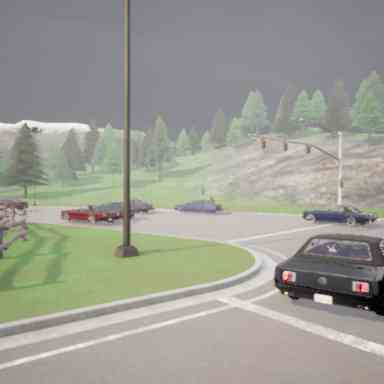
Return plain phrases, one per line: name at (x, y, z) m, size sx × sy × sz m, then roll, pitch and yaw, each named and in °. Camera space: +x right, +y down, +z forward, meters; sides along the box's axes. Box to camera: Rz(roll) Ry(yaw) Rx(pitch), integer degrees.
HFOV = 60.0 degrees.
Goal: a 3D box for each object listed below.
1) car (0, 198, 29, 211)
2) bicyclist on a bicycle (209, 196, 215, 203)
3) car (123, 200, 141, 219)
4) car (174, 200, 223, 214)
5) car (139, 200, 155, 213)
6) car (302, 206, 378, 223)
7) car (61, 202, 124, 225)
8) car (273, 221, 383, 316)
car at (-21.056, 1.442, 37.763) m, size 5.008 × 1.535 × 1.882 m, roll 0°, pitch 0°, yaw 13°
bicyclist on a bicycle at (2.354, 1.326, 39.396) m, size 0.582 × 1.620 × 1.656 m, roll 0°, pitch 0°, yaw 34°
car at (-6.726, 1.560, 27.772) m, size 4.181 × 1.385 × 1.994 m, roll 0°, pitch 0°, yaw 33°
car at (0.672, 1.565, 35.623) m, size 5.357 × 1.411 × 2.033 m, roll 0°, pitch 0°, yaw 35°
car at (-6.607, 1.547, 36.176) m, size 5.357 × 1.411 × 2.033 m, roll 0°, pitch 0°, yaw 31°
car at (10.256, 1.637, 23.491) m, size 1.895 × 1.301 × 4.718 m, roll 0°, pitch 0°, yaw -40°
car at (-7.445, 1.593, 24.204) m, size 4.718 × 1.301 × 1.895 m, roll 0°, pitch 0°, yaw 34°
car at (3.628, 1.613, 7.692) m, size 1.895 × 1.301 × 4.718 m, roll 0°, pitch 0°, yaw 36°
